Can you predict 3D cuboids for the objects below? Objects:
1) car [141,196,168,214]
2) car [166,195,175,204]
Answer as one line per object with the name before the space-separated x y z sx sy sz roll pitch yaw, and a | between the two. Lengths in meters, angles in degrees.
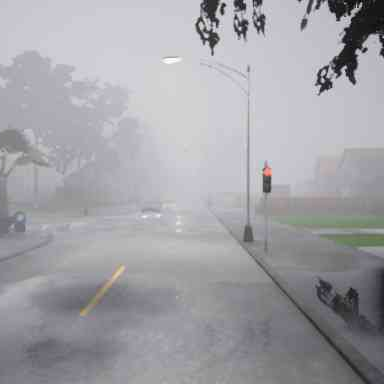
car | -4.006 1.447 34.341 2.033 1.411 5.357 0 0 0
car | -4.001 1.290 59.123 1.882 1.535 5.008 0 0 0
